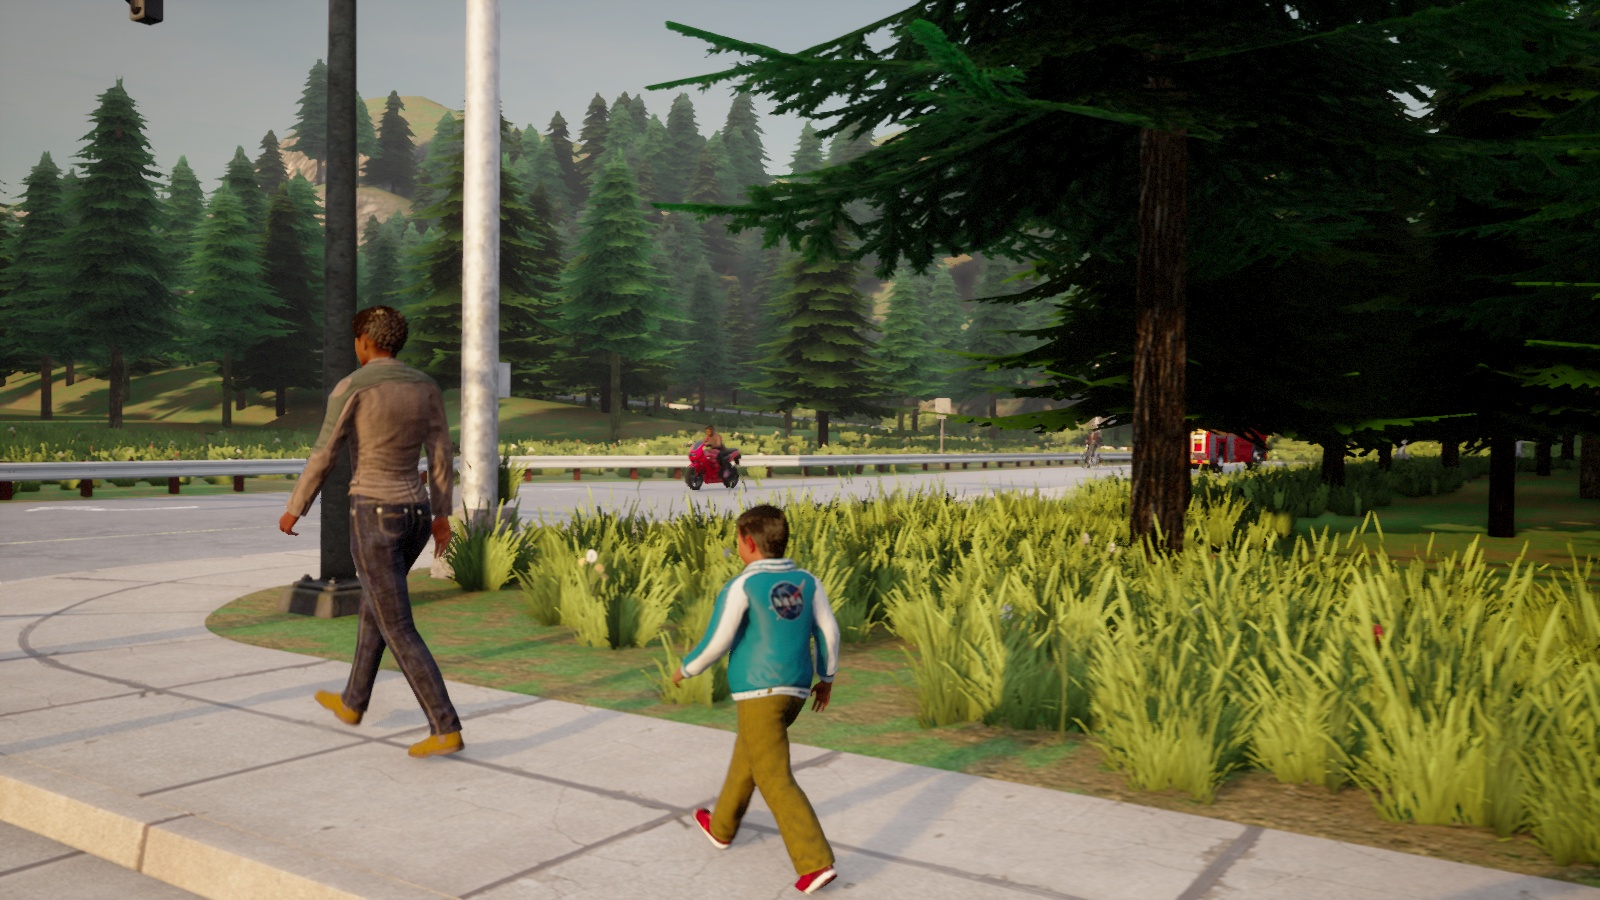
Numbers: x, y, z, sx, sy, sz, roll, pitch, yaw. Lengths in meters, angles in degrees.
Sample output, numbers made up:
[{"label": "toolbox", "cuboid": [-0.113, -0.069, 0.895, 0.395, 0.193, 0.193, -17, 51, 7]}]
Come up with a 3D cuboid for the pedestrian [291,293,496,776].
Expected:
[{"label": "pedestrian", "cuboid": [-1.651, 0.312, 5.073, 0.869, 1.805, 0.328, 0, 1, 37]}]

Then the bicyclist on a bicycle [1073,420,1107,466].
[{"label": "bicyclist on a bicycle", "cuboid": [11.377, -0.287, 49.199, 0.659, 1.776, 1.843, 0, 1, 35]}]

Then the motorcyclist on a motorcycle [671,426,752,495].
[{"label": "motorcyclist on a motorcycle", "cuboid": [-2.032, 0.221, 29.015, 0.797, 1.523, 2.044, 0, 1, 33]}]

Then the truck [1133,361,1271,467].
[{"label": "truck", "cuboid": [16.098, -1.359, 49.852, 2.891, 3.827, 8.468, 0, 1, 34]}]

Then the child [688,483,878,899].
[{"label": "child", "cuboid": [-0.052, 0.706, 3.739, 0.448, 1.192, 0.343, 1, 1, 44]}]
